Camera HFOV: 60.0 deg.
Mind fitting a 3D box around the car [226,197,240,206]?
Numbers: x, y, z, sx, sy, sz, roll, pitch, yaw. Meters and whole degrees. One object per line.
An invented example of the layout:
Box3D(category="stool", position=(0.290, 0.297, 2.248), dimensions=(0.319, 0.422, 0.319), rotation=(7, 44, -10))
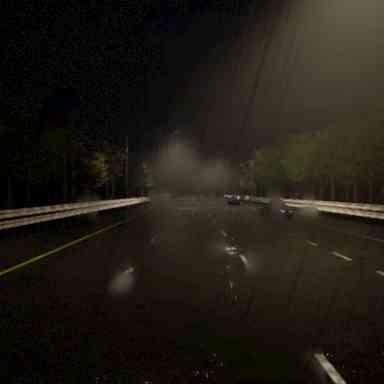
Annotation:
Box3D(category="car", position=(7.052, 1.609, 57.594), dimensions=(1.994, 1.385, 4.181), rotation=(0, 0, 0))

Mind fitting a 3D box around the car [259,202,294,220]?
Box3D(category="car", position=(6.990, 1.557, 28.050), dimensions=(2.033, 1.411, 5.357), rotation=(0, 0, 0))
